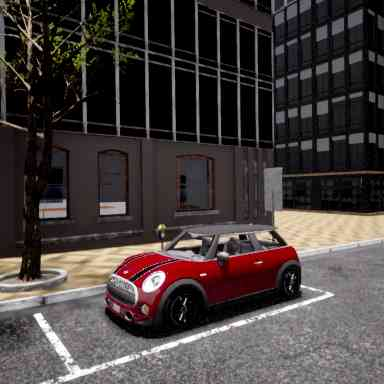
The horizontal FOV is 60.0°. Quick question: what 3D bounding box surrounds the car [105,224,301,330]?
[{"bbox_3d":[0.334,1.439,6.813,4.097,1.590,1.967,0,-1,-35],"label":"car"}]
